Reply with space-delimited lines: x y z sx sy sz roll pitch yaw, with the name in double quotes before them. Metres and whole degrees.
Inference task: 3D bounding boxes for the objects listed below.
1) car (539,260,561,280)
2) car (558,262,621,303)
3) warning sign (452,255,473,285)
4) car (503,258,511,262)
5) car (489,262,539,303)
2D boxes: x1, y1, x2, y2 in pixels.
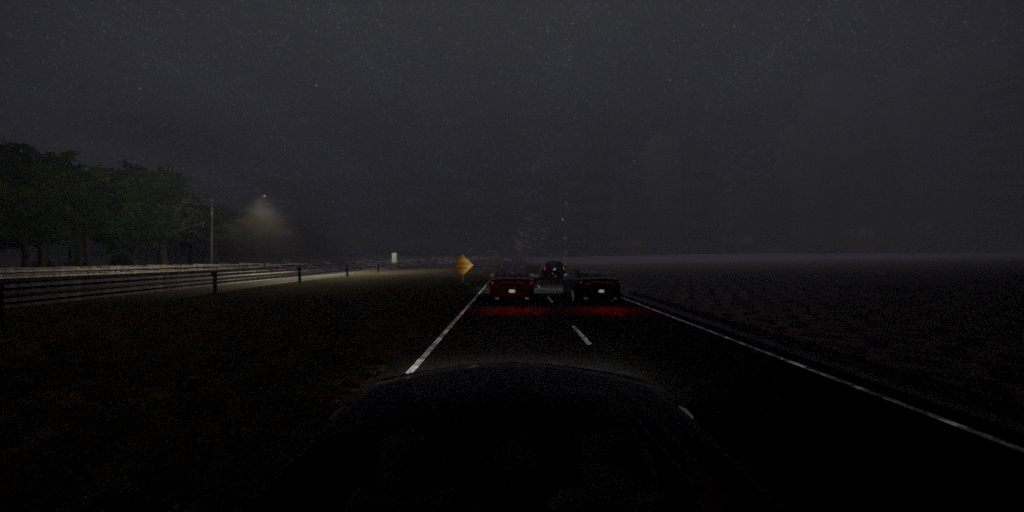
"car" 3.500 1.105 31.470 2.097 1.767 4.553 0 0 0
"car" 3.501 1.231 16.500 1.882 1.535 5.008 0 0 0
"warning sign" -3.050 0.857 22.280 1.300 1.860 1.060 0 0 0
"car" 0.000 1.224 31.500 1.882 1.535 5.008 0 0 0
"car" 0.001 1.231 16.500 1.882 1.535 5.008 0 0 0
